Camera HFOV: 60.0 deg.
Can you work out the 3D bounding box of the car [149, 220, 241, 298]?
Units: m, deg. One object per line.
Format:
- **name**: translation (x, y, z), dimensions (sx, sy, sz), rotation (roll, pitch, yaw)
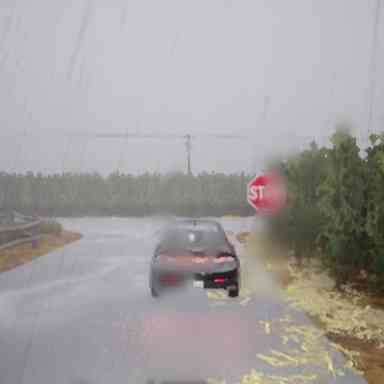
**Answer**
- **car**: translation (0.075, 1.457, 8.442), dimensions (2.128, 1.511, 4.902), rotation (0, 0, 0)
